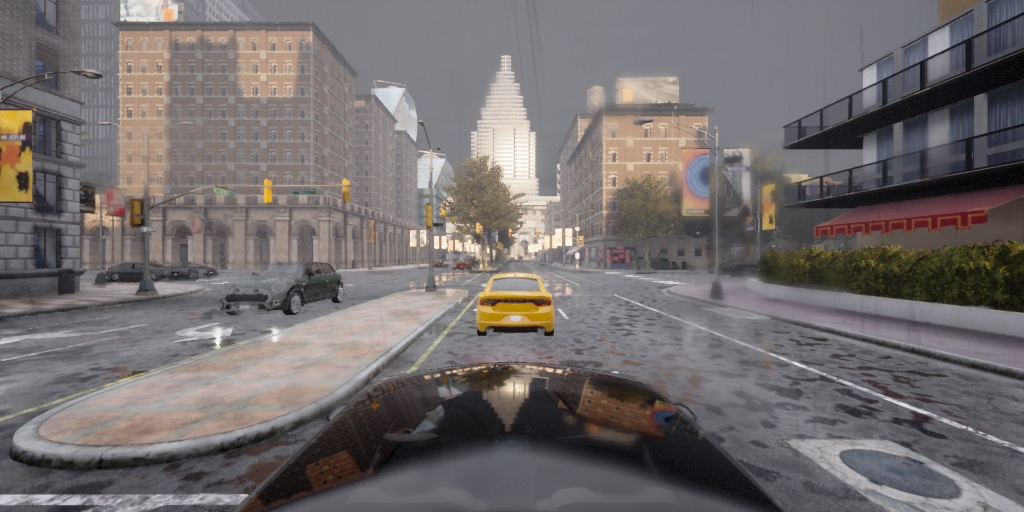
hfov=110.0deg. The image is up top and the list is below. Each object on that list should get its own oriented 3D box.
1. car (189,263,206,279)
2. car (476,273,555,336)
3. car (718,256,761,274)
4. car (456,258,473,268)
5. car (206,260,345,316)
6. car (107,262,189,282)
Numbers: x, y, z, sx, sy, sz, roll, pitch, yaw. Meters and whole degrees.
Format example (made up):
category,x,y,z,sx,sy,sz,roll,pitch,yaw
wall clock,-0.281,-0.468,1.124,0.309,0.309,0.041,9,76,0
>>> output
category,x,y,z,sx,sy,sz,roll,pitch,yaw
car,-29.204,1.314,32.430,4.181,1.385,1.994,0,0,0
car,0.092,1.228,10.414,1.882,1.535,5.008,0,0,0
car,26.005,0.972,39.763,5.566,2.045,2.150,0,0,0
car,-8.001,1.351,59.154,1.895,1.301,4.718,0,0,0
car,-7.985,0.959,12.953,2.097,1.767,4.553,0,0,0
car,-29.575,1.255,28.929,4.892,1.490,1.837,0,0,0
